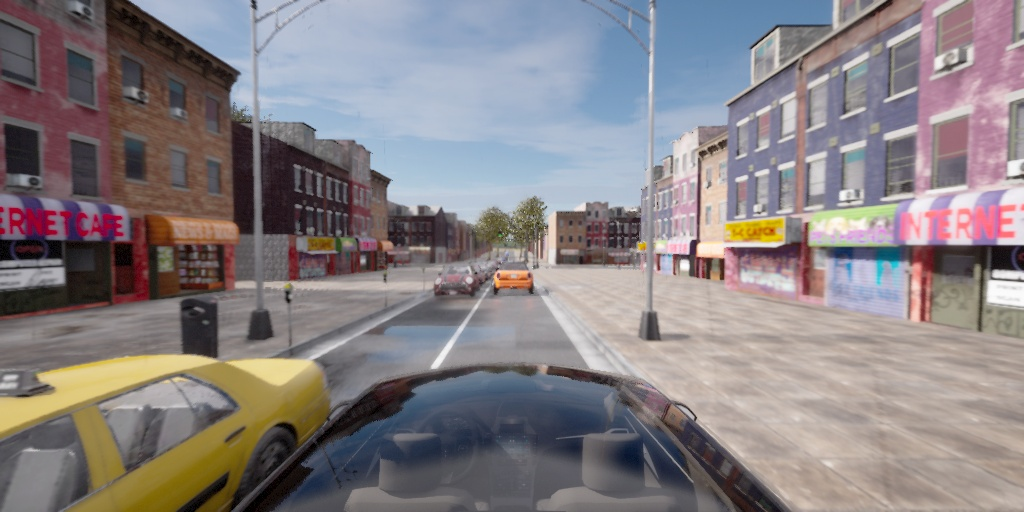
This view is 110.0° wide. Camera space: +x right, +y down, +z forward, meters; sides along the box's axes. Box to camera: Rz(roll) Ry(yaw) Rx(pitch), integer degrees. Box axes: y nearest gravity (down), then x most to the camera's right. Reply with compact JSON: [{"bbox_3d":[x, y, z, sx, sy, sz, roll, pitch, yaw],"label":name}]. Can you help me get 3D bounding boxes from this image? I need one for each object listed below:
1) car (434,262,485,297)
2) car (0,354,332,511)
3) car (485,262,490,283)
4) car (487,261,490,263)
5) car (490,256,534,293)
[{"bbox_3d":[-2.644,1.133,18.096,1.967,1.591,4.097,0,0,0],"label":"car"},{"bbox_3d":[-2.640,1.275,1.587,1.751,1.417,4.829,0,0,0],"label":"car"},{"bbox_3d":[-2.645,1.265,23.541,1.802,1.307,4.207,0,0,0],"label":"car"},{"bbox_3d":[-2.647,1.226,28.990,2.007,1.370,4.403,0,0,0],"label":"car"},{"bbox_3d":[0.093,1.041,20.166,2.097,1.767,4.553,0,0,0],"label":"car"}]
